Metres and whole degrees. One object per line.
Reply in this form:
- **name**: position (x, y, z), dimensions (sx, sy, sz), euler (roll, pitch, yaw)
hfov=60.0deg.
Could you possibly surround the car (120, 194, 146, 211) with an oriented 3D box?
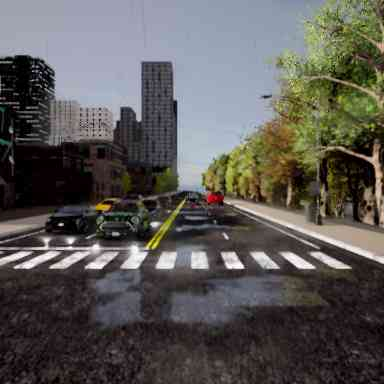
- **car**: position (-6.580, 1.101, 37.419), dimensions (2.097, 1.767, 4.553), euler (0, 0, 0)

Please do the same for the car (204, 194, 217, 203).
- **car**: position (3.266, 1.163, 59.236), dimensions (1.994, 1.385, 4.181), euler (0, 0, 0)

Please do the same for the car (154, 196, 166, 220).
- **car**: position (-3.342, 1.331, 25.879), dimensions (1.837, 1.490, 4.892), euler (0, 0, 0)

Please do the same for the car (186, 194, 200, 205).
- **car**: position (0.112, 1.158, 49.547), dimensions (2.128, 1.511, 4.902), euler (0, 0, 0)

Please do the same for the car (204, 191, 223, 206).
- **car**: position (3.358, 0.894, 48.650), dimensions (2.150, 2.045, 5.566), euler (0, 0, 0)

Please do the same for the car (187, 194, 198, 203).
- **car**: position (0.019, 1.073, 59.853), dimensions (1.882, 1.535, 5.008), euler (0, 0, 0)

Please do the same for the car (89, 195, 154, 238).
- **car**: position (-3.346, 1.239, 16.818), dimensions (2.097, 1.767, 4.553), euler (0, 0, 0)

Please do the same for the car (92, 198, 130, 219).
- **car**: position (-6.592, 1.292, 27.638), dimensions (1.882, 1.535, 5.008), euler (0, 0, 0)

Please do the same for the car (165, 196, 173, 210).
- **car**: position (-3.329, 1.243, 39.077), dimensions (1.837, 1.490, 4.892), euler (0, 0, 0)

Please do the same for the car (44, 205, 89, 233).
- **car**: position (-6.596, 1.438, 18.727), dimensions (1.994, 1.385, 4.181), euler (0, 0, 0)
